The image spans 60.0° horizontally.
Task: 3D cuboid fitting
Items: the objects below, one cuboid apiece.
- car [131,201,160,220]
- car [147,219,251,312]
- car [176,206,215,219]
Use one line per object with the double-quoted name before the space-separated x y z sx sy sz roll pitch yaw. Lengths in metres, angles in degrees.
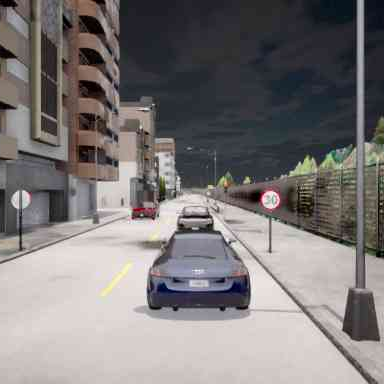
"car" -3.851 1.520 28.235 1.882 1.535 5.008 0 0 0
"car" 0.131 1.564 7.819 1.994 1.385 4.181 0 0 0
"car" 0.185 1.492 17.734 2.128 1.511 4.902 0 0 1
